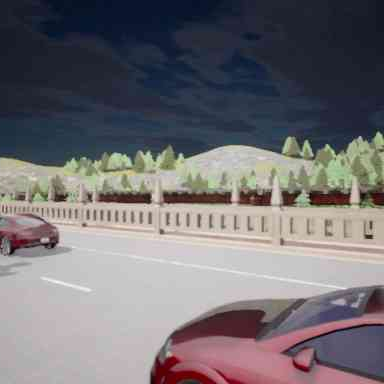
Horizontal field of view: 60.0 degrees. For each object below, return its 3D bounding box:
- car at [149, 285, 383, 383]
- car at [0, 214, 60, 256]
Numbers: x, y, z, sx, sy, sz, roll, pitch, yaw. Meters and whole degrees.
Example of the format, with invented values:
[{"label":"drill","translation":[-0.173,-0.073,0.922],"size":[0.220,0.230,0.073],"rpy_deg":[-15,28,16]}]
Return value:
[{"label":"car","translation":[1.631,1.565,2.830],"size":[4.181,1.385,1.994],"rpy_deg":[0,0,36]},{"label":"car","translation":[-7.228,1.601,13.456],"size":[4.674,1.442,1.812],"rpy_deg":[0,0,36]}]
